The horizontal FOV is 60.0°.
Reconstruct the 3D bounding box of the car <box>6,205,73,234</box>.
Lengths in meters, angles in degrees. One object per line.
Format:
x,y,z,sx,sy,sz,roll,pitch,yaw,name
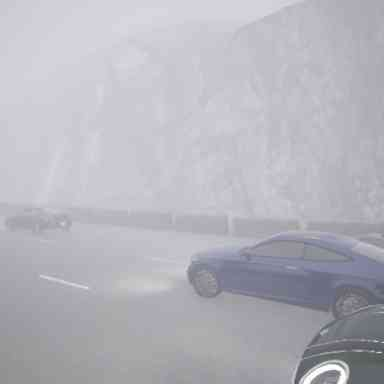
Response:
-8.624,1.481,18.737,4.674,1.442,1.812,0,0,35,car

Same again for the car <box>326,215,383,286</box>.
6.146,1.492,8.206,4.902,1.511,2.128,0,0,35,car

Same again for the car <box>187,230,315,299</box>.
2.070,1.526,6.814,4.674,1.442,1.812,0,0,35,car

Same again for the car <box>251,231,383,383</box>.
2.905,1.351,1.920,4.553,1.767,2.097,0,0,35,car
